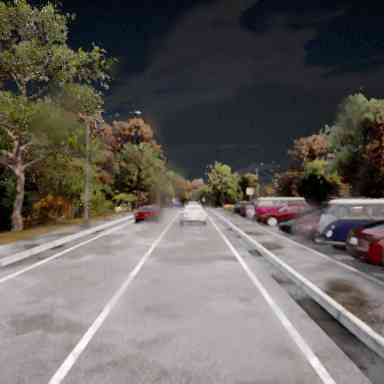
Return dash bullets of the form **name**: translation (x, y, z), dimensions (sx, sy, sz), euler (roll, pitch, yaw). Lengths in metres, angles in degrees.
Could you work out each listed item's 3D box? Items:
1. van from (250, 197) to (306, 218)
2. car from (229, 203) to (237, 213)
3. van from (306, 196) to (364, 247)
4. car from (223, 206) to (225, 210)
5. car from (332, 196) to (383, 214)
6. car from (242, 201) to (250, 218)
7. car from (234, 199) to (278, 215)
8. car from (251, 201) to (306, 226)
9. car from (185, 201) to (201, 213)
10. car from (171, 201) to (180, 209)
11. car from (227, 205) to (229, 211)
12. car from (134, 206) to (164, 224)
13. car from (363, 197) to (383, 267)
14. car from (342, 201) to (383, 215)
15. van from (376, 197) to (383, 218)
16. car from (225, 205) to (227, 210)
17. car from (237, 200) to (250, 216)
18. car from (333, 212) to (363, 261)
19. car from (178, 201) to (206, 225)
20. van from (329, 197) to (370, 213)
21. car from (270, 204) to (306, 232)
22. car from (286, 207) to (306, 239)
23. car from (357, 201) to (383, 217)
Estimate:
- **van**: translation (7.211, 1.424, 26.450), dimensions (4.442, 1.987, 1.878), euler (0, -1, 0)
- **car**: translation (7.079, 1.495, 34.778), dimensions (5.566, 2.045, 2.435), euler (0, -1, 0)
- **van**: translation (6.954, 1.262, 12.570), dimensions (4.442, 1.987, 1.878), euler (0, -1, 0)
- **car**: translation (6.940, 1.922, 45.863), dimensions (5.366, 1.575, 1.946), euler (0, -1, 0)
- **car**: translation (20.224, 1.563, 40.083), dimensions (5.566, 2.045, 2.435), euler (0, -1, 0)
- **car**: translation (7.101, 1.722, 29.223), dimensions (4.674, 1.452, 2.002), euler (0, -1, 0)
- **car**: translation (7.144, 1.656, 37.548), dimensions (4.553, 1.767, 2.185), euler (0, -1, 0)
- **car**: translation (7.095, 1.617, 23.671), dimensions (5.008, 1.535, 2.097), euler (0, -1, 0)
- **car**: translation (0.138, 1.883, 42.914), dimensions (1.882, 1.535, 5.008), euler (0, -1, 0)
- **car**: translation (-3.191, 2.604, 67.123), dimensions (1.882, 1.535, 5.008), euler (0, -2, 0)
- **car**: translation (7.123, 1.821, 40.323), dimensions (5.008, 1.535, 2.097), euler (0, -1, 0)
- **car**: translation (-3.330, 1.763, 26.364), dimensions (1.895, 1.301, 4.718), euler (0, -1, 0)
- **car**: translation (7.090, 1.187, 7.034), dimensions (5.566, 2.045, 2.435), euler (0, 0, 0)
- **car**: translation (20.007, 1.773, 37.311), dimensions (5.366, 1.575, 1.946), euler (0, -1, 0)
- **van**: translation (20.299, 1.484, 31.776), dimensions (4.442, 1.987, 1.878), euler (0, -1, 0)
- **car**: translation (7.127, 1.870, 43.095), dimensions (4.892, 1.521, 2.231), euler (0, -1, 0)
- **car**: translation (7.133, 1.744, 31.998), dimensions (4.792, 1.488, 2.163), euler (0, -1, 0)
- **car**: translation (7.096, 1.485, 9.785), dimensions (4.792, 1.488, 2.163), euler (0, 0, 0)
- **car**: translation (0.118, 1.676, 25.283), dimensions (1.812, 1.442, 4.674), euler (0, -1, 0)
- **van**: translation (20.319, 1.639, 42.974), dimensions (4.442, 1.987, 1.878), euler (0, -1, 0)
- **car**: translation (7.050, 1.582, 18.120), dimensions (4.792, 1.488, 2.163), euler (0, -1, 0)
- **car**: translation (7.078, 1.560, 15.343), dimensions (4.674, 1.452, 2.002), euler (0, -1, 0)
- **car**: translation (20.181, 1.743, 34.544), dimensions (4.892, 1.521, 2.231), euler (0, -1, 0)
